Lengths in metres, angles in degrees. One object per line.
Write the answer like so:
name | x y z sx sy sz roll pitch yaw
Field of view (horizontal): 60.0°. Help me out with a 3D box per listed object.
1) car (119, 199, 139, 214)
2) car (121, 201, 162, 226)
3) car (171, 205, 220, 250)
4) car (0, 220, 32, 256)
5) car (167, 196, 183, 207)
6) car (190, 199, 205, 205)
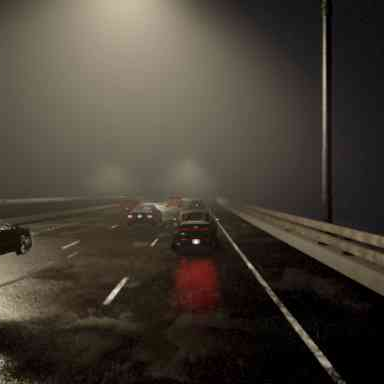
car | -6.508 1.531 36.176 1.882 1.535 5.008 0 0 1
car | -3.241 1.575 23.407 2.033 1.411 5.357 0 0 1
car | 0.165 1.521 14.342 1.837 1.490 4.892 0 0 1
car | -6.864 1.499 10.415 2.128 1.511 4.902 0 0 0
car | -2.606 1.454 51.589 2.097 1.767 4.553 0 0 2
car | 0.685 1.644 44.170 1.994 1.385 4.181 0 0 1
